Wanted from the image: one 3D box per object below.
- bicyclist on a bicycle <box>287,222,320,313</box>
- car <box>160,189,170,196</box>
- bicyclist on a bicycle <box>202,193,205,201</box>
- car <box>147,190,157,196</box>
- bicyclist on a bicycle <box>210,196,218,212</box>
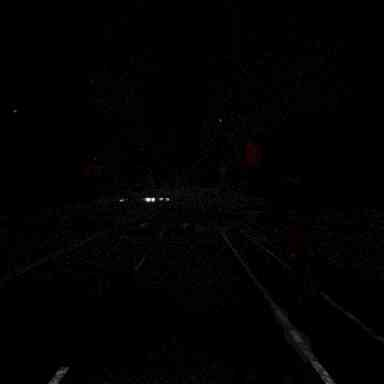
[{"bbox_3d":[2.258,1.454,6.730,0.582,1.620,1.656,0,0,0],"label":"bicyclist on a bicycle"},{"bbox_3d":[-6.510,0.107,81.353,2.097,1.767,4.553,0,1,0],"label":"car"},{"bbox_3d":[2.221,0.987,62.886,0.866,1.612,1.509,0,1,0],"label":"bicyclist on a bicycle"},{"bbox_3d":[-9.760,0.277,81.327,2.128,1.511,4.902,0,1,0],"label":"car"},{"bbox_3d":[2.204,1.230,33.483,0.866,1.612,1.509,-1,1,0],"label":"bicyclist on a bicycle"}]
